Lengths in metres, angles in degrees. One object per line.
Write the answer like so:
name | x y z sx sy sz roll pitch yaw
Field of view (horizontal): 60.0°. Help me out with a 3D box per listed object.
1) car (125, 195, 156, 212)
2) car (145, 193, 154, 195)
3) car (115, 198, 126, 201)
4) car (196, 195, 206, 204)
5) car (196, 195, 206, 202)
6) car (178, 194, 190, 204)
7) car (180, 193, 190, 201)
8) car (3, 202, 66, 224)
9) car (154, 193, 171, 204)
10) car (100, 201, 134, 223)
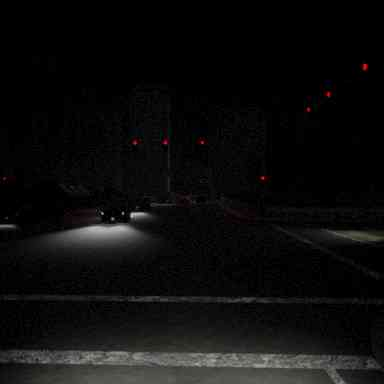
car | -5.995 1.491 39.282 2.128 1.511 4.902 0 0 1
car | -8.671 1.223 68.320 2.150 2.045 5.566 0 0 2
car | -9.373 1.547 44.165 2.033 1.411 5.357 0 0 1
car | 1.763 1.504 65.370 1.837 1.490 4.892 0 0 1
car | 1.995 1.351 74.586 2.128 1.511 4.902 0 0 1
car | -1.720 1.563 66.084 1.994 1.385 4.181 0 0 1
car | -1.505 1.181 74.644 2.097 1.767 4.553 0 0 1
car | -11.760 1.525 25.150 1.812 1.442 4.674 0 0 27
car | -5.317 1.223 64.115 2.150 2.045 5.566 0 0 2
car | -5.837 1.600 25.696 1.895 1.301 4.718 0 0 -6
